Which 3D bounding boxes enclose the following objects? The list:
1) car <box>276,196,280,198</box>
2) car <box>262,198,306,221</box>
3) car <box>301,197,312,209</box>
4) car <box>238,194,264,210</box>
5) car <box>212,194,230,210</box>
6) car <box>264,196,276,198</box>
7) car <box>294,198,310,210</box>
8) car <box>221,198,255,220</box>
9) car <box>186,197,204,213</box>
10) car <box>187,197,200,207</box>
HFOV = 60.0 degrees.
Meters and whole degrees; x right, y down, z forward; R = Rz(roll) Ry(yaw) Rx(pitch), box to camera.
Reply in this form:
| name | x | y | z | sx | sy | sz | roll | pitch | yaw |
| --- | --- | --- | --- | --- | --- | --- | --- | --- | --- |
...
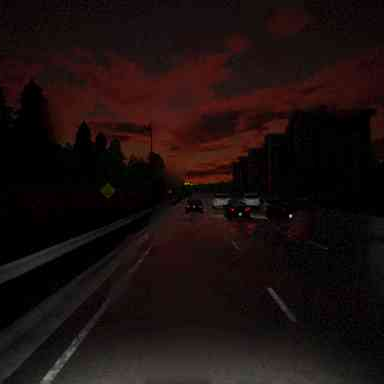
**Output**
| name | x | y | z | sx | sy | sz | roll | pitch | yaw |
| --- | --- | --- | --- | --- | --- | --- | --- | --- | --- |
| car | 14.346 | 1.476 | 57.877 | 1.882 | 1.535 | 5.008 | 0 | 0 | 0 |
| car | 7.253 | 1.504 | 26.824 | 1.837 | 1.490 | 4.892 | 0 | 0 | 0 |
| car | 14.338 | 1.477 | 44.319 | 1.882 | 1.535 | 5.008 | 0 | 0 | 0 |
| car | 7.333 | 1.221 | 43.048 | 2.150 | 2.045 | 5.566 | 0 | 0 | 0 |
| car | 3.832 | 1.221 | 43.884 | 2.150 | 2.045 | 5.566 | 0 | 0 | 0 |
| car | 10.843 | 1.504 | 50.547 | 1.837 | 1.490 | 4.892 | 0 | 0 | 0 |
| car | 10.805 | 1.600 | 36.118 | 1.895 | 1.301 | 4.718 | 0 | 0 | 0 |
| car | 3.758 | 1.525 | 28.066 | 1.812 | 1.442 | 4.674 | 0 | 0 | 0 |
| car | 0.304 | 1.546 | 36.570 | 2.033 | 1.411 | 5.357 | 0 | 0 | 2 |
| car | 0.262 | 1.525 | 51.037 | 1.812 | 1.442 | 4.674 | 0 | 0 | 0 |
